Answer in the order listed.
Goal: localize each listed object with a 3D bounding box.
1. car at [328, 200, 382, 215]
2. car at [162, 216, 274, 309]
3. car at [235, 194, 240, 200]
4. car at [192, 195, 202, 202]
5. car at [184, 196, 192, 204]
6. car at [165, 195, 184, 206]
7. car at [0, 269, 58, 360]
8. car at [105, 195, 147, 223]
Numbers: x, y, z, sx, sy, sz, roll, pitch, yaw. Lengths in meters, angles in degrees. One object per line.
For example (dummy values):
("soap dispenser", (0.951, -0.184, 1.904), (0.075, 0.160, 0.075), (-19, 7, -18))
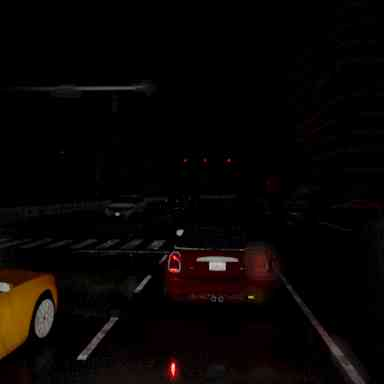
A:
("car", (16.300, 1.520, 33.402), (5.008, 1.535, 1.882), (0, 0, 5))
("car", (0.644, 1.349, 8.079), (2.097, 1.767, 4.553), (0, 0, 5))
("car", (13.690, 1.320, 90.326), (4.553, 1.767, 2.097), (0, 0, -41))
("car", (0.818, 1.471, 77.198), (1.837, 1.490, 4.892), (0, 0, 20))
("car", (-1.812, 1.452, 65.438), (1.882, 1.535, 5.008), (0, 0, 7))
("car", (-2.930, 1.332, 52.939), (2.097, 1.767, 4.553), (0, 0, 5))
("car", (-3.269, 1.476, 3.472), (1.882, 1.535, 5.008), (0, 0, 5))
("car", (-5.086, 1.228, 26.371), (2.150, 2.045, 5.566), (0, 0, 5))
